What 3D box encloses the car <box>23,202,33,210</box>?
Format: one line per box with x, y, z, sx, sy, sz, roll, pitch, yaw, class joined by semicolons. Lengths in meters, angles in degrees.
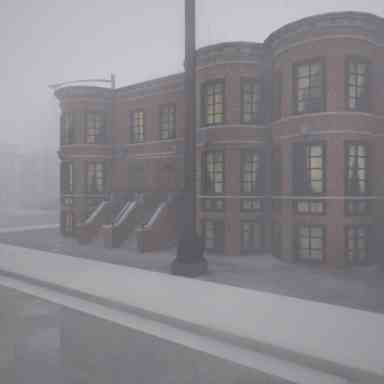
-18.443;1.504;41.355;1.837;1.490;4.892;0;0;36;car

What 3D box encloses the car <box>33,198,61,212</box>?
-15.821;1.562;39.005;1.994;1.385;4.181;0;0;35;car
